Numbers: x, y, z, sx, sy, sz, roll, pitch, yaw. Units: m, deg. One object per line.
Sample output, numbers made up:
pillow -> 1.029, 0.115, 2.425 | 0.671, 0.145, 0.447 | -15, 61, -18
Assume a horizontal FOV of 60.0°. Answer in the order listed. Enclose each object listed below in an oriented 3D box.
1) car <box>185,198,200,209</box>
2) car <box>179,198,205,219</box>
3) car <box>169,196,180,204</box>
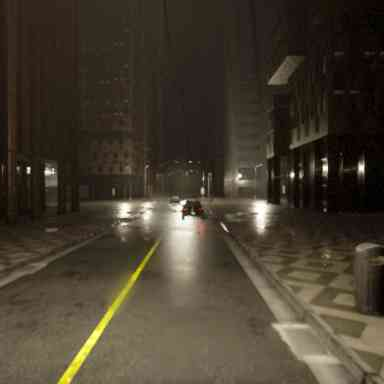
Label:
car -> 0.078, 1.520, 44.710 | 1.895, 1.301, 4.718 | 0, 0, 0
car -> 0.084, 1.473, 27.898 | 1.812, 1.442, 4.674 | 0, 0, 0
car -> -3.030, 1.480, 59.805 | 2.033, 1.411, 5.357 | 0, 0, 0
